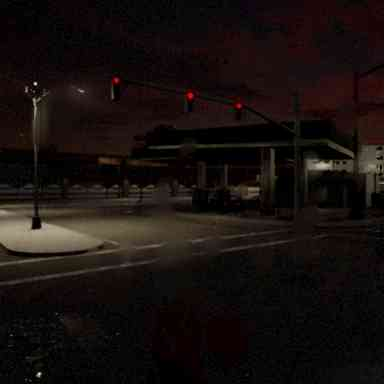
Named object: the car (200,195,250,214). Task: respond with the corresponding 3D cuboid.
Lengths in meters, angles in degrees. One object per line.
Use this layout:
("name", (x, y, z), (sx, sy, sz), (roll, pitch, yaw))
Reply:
("car", (2.740, 1.097, 31.129), (2.242, 1.667, 4.611), (-1, 0, -36))

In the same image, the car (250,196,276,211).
("car", (6.886, 1.207, 35.180), (1.970, 1.475, 3.806), (-1, 0, -36))
